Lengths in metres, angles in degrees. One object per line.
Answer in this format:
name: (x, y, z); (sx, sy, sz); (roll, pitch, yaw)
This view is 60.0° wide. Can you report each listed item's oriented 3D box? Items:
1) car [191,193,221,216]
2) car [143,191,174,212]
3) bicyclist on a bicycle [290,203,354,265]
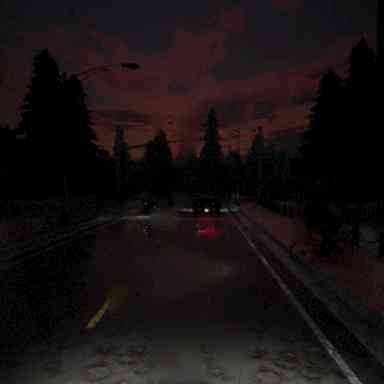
car: (1.042, 0.874, 23.976); (1.837, 1.490, 4.892); (0, 2, 2)
car: (-2.479, 0.646, 25.911); (2.033, 1.411, 5.357); (0, 2, 2)
bicyclist on a bicycle: (3.360, 1.098, 8.660); (1.656, 1.620, 0.582); (-2, 1, 2)
